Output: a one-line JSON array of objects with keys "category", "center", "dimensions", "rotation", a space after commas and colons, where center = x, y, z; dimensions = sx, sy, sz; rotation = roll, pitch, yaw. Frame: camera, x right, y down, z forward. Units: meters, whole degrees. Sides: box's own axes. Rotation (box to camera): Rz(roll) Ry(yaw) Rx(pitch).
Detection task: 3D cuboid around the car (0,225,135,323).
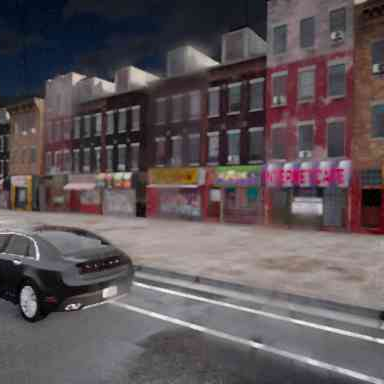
[{"category": "car", "center": [-3.390, 1.488, 7.234], "dimensions": [4.892, 1.490, 1.837], "rotation": [0, 0, 36]}]
